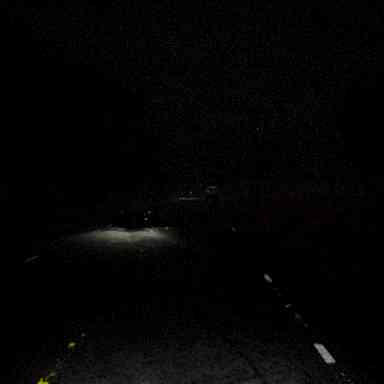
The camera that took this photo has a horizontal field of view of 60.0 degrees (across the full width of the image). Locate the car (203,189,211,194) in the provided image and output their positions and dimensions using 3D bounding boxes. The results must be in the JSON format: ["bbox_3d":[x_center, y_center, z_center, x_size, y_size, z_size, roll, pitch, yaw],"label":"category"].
[{"bbox_3d":[3.773,-0.167,85.112,1.994,1.385,4.181,0,1,3],"label":"car"}]

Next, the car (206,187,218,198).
[{"bbox_3d":[3.659,0.045,60.840,2.150,2.045,5.566,1,1,3],"label":"car"}]

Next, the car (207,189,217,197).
[{"bbox_3d":[3.957,0.230,66.819,1.837,1.490,4.892,0,0,3],"label":"car"}]

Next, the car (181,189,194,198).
[{"bbox_3d":[-0.851,0.168,63.066,2.097,1.767,4.553,-2,1,4],"label":"car"}]

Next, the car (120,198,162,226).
[{"bbox_3d":[-3.060,1.118,20.720,1.882,1.535,5.008,-2,0,3],"label":"car"}]

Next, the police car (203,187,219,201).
[{"bbox_3d":[3.125,0.467,50.932,1.930,1.638,5.238,-1,1,3],"label":"police car"}]
